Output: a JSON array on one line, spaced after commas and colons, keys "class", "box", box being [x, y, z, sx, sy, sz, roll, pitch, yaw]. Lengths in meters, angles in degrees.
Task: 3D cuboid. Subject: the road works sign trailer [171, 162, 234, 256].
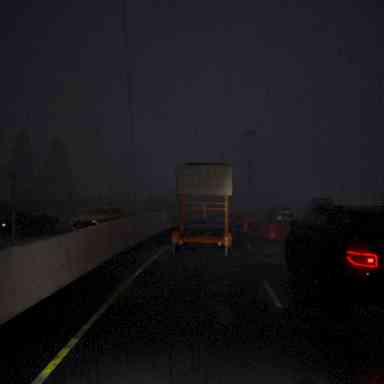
[{"class": "road works sign trailer", "box": [0.544, 0.579, 13.884, 2.380, 3.560, 2.880, 0, 0, 10]}]

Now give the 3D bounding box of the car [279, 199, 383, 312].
[{"class": "car", "box": [3.811, 1.321, 8.001, 2.150, 2.045, 5.566, 0, 0, 4]}]

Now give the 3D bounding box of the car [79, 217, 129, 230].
[{"class": "car", "box": [-5.399, 1.585, 20.093, 1.882, 1.535, 5.008, 0, 0, 11]}]

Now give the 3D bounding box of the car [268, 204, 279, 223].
[{"class": "car", "box": [7.340, 1.778, 27.586, 2.128, 1.511, 4.902, 0, 0, 16]}]

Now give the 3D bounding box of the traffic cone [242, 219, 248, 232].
[{"class": "traffic cone", "box": [3.239, 2.148, 20.496, 0.340, 0.580, 0.340, 0, 0, 10]}]

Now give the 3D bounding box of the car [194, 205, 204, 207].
[{"class": "car", "box": [1.731, 1.827, 58.376, 2.097, 1.767, 4.553, 0, -1, 32]}]
